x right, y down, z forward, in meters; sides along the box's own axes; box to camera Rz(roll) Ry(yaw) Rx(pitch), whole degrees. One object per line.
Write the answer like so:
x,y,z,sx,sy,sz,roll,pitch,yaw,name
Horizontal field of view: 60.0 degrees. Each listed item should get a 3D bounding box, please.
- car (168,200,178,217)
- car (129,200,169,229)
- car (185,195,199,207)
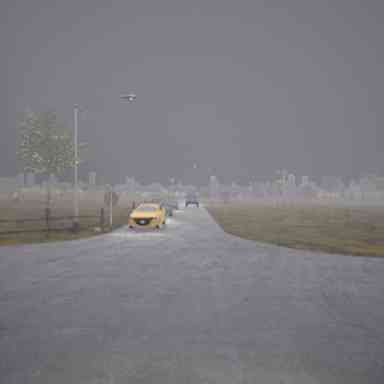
-2.834,1.621,33.290,2.128,1.511,4.902,0,0,0,car
-2.913,1.565,22.550,1.882,1.535,5.008,0,0,2,car
0.024,1.454,55.291,2.150,2.045,5.566,0,0,0,car
